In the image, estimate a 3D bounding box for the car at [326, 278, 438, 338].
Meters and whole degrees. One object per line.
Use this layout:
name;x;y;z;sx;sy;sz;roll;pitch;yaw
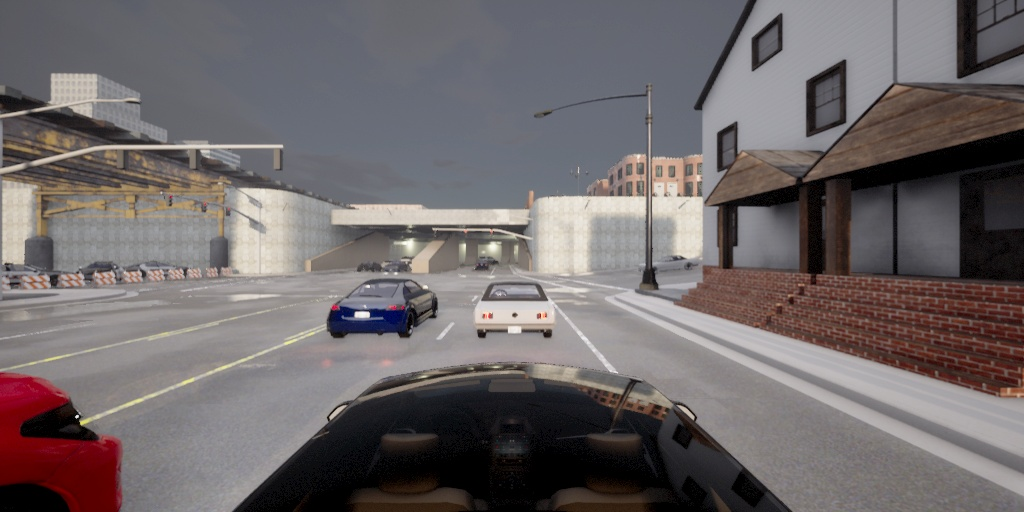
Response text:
car;-3.429;1.319;10.243;1.994;1.385;4.181;0;0;0

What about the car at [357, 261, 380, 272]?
car;-18.331;1.340;46.232;1.994;1.385;4.181;0;0;-1

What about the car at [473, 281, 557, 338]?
car;0.072;1.356;10.197;1.895;1.301;4.718;0;0;0

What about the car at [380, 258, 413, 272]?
car;-14.834;1.323;46.318;2.033;1.411;5.357;0;0;-1

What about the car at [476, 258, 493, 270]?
car;-4.327;1.327;52.990;2.033;1.411;5.357;0;0;-2

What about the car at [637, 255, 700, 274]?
car;13.060;0.681;30.175;4.718;1.301;1.895;-7;0;0

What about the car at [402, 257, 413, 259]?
car;-15.075;1.273;55.921;2.128;1.511;4.902;0;0;-1
